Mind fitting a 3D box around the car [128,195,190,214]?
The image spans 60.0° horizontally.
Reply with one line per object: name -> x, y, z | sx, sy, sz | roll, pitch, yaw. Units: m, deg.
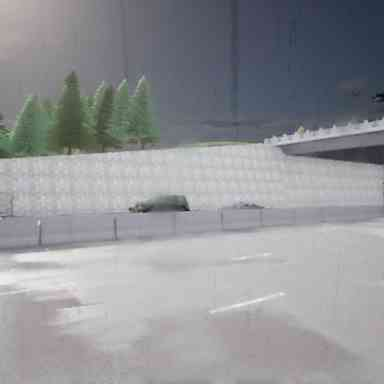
car -> -2.843, 1.316, 31.993 | 5.566, 2.045, 2.150 | 1, 0, -35

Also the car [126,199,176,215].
car -> -4.274, 1.575, 35.267 | 5.008, 1.535, 1.882 | 1, 0, -35

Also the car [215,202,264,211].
car -> 4.088, 1.606, 28.322 | 4.902, 1.511, 2.128 | 1, 0, -35
